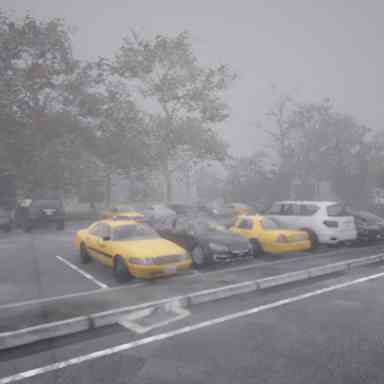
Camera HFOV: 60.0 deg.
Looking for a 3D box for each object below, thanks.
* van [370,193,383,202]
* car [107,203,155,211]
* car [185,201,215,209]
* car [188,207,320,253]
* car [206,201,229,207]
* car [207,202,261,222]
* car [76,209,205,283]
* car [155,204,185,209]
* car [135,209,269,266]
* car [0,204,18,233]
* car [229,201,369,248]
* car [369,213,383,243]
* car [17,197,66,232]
[{"bbox_3d":[25.842,1.114,46.451,1.878,1.987,4.442,0,1,-35],"label":"van"},{"bbox_3d":[-5.058,1.623,24.237,1.946,1.575,5.366,1,-1,-35],"label":"car"},{"bbox_3d":[-0.623,1.728,27.560,2.163,1.488,4.792,1,-1,-35],"label":"car"},{"bbox_3d":[2.257,1.626,13.845,1.946,1.575,5.366,1,-1,-35],"label":"car"},{"bbox_3d":[1.504,1.608,29.136,2.185,1.767,4.553,1,-1,-35],"label":"car"},{"bbox_3d":[3.788,1.769,30.704,2.097,1.535,5.008,1,-1,-35],"label":"car"},{"bbox_3d":[-2.064,1.554,10.339,1.946,1.575,5.366,1,-1,-35],"label":"car"},{"bbox_3d":[-2.901,1.703,25.984,2.002,1.452,4.674,1,-1,-35],"label":"car"},{"bbox_3d":[0.093,1.594,12.097,2.231,1.521,4.892,1,-1,-35],"label":"car"},{"bbox_3d":[-11.936,1.547,19.573,2.163,1.488,4.792,1,-1,-35],"label":"car"},{"bbox_3d":[4.618,1.414,15.320,2.435,2.045,5.566,1,-1,-35],"label":"car"},{"bbox_3d":[6.896,1.702,16.900,2.097,1.535,5.008,1,-1,-35],"label":"car"},{"bbox_3d":[-9.704,1.303,21.219,2.435,2.045,5.566,1,-1,-35],"label":"car"}]
